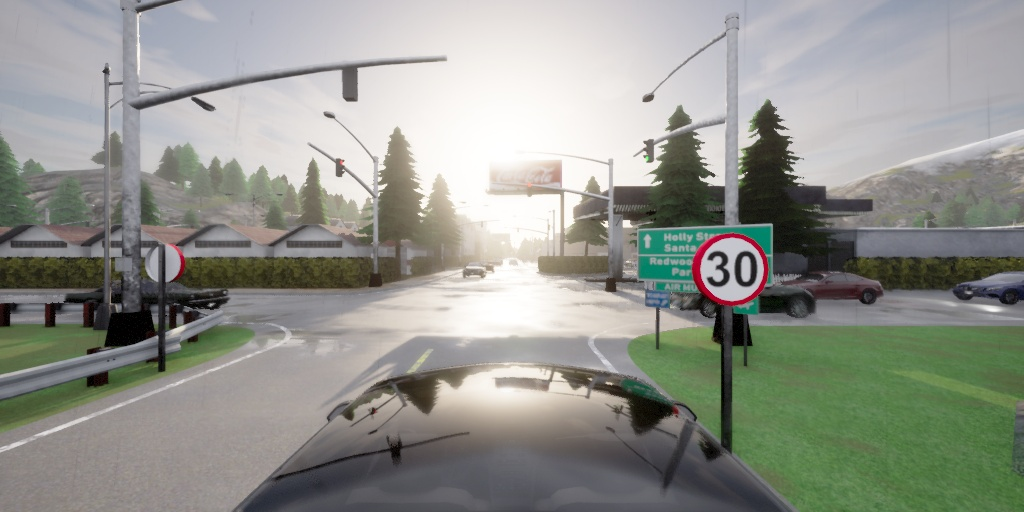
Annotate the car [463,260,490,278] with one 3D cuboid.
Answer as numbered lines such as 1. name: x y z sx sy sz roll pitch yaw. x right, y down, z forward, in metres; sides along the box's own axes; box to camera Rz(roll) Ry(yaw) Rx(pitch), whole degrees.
1. car: -3.459 1.291 33.806 1.812 1.442 4.674 1 -1 1

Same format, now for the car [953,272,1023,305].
1. car: 23.935 1.467 16.928 4.674 1.442 1.812 0 0 1

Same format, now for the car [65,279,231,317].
1. car: -13.653 1.542 13.676 4.718 1.301 1.895 0 0 1

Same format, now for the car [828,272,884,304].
1. car: 14.802 1.467 17.022 4.674 1.442 1.812 0 0 0

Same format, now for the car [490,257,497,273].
1. car: -3.182 1.283 44.434 1.882 1.535 5.008 0 -2 -4

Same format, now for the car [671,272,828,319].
1. car: 8.540 1.297 13.415 4.553 1.767 2.097 0 0 1
